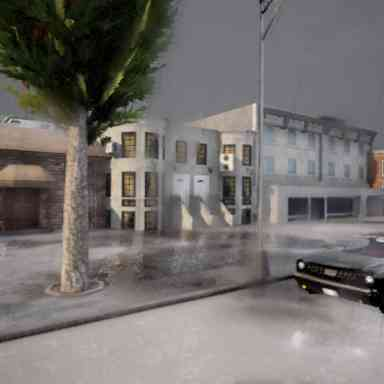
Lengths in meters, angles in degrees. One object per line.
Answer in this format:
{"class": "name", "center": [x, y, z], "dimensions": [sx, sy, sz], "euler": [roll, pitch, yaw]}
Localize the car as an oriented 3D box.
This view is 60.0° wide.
{"class": "car", "center": [4.516, 1.679, 7.800], "dimensions": [4.718, 1.301, 1.895], "euler": [1, 0, -35]}
